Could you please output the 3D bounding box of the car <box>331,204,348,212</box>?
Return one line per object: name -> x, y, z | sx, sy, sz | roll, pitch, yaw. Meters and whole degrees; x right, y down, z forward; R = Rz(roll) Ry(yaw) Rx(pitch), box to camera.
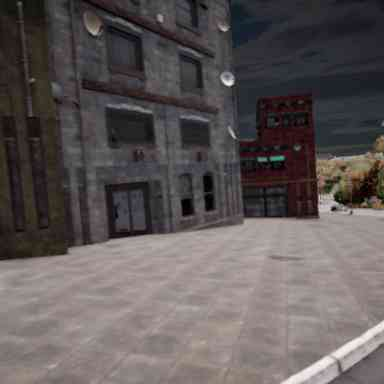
car -> 27.312, 2.937, 61.714 | 2.128, 1.511, 4.902 | -4, -2, 6
